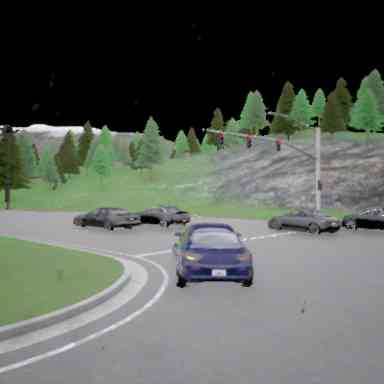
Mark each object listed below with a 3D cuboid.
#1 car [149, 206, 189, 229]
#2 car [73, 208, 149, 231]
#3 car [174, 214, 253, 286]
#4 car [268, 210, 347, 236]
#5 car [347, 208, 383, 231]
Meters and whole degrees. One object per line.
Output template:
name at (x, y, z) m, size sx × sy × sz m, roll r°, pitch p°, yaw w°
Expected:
car at (-2.238, 1.692, 23.227) m, size 4.902 × 1.511 × 2.128 m, roll 0°, pitch -1°, yaw 43°
car at (-5.632, 1.732, 21.933) m, size 5.357 × 1.411 × 2.033 m, roll 0°, pitch -1°, yaw 38°
car at (0.484, 1.610, 9.536) m, size 1.812 × 1.442 × 4.674 m, roll 1°, pitch 0°, yaw -3°
car at (6.672, 1.748, 20.144) m, size 1.994 × 1.385 × 4.181 m, roll 1°, pitch -1°, yaw -38°
car at (11.352, 1.678, 19.756) m, size 2.128 × 1.511 × 4.902 m, roll 1°, pitch -1°, yaw -29°
